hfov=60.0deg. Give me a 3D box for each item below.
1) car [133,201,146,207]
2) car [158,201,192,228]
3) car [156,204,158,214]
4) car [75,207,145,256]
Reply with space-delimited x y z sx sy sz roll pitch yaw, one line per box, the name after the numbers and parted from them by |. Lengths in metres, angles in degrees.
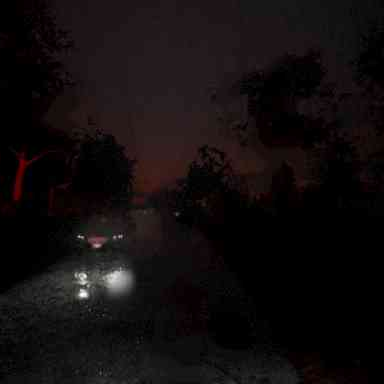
-8.853 2.292 56.177 1.882 1.535 5.008 0 -2 -9 | car
-1.202 1.544 24.152 2.097 1.767 4.553 0 -1 -6 | car
-3.574 1.984 42.203 1.882 1.535 5.008 0 -1 -9 | car
-3.337 1.563 13.642 2.128 1.511 4.902 0 0 -3 | car
